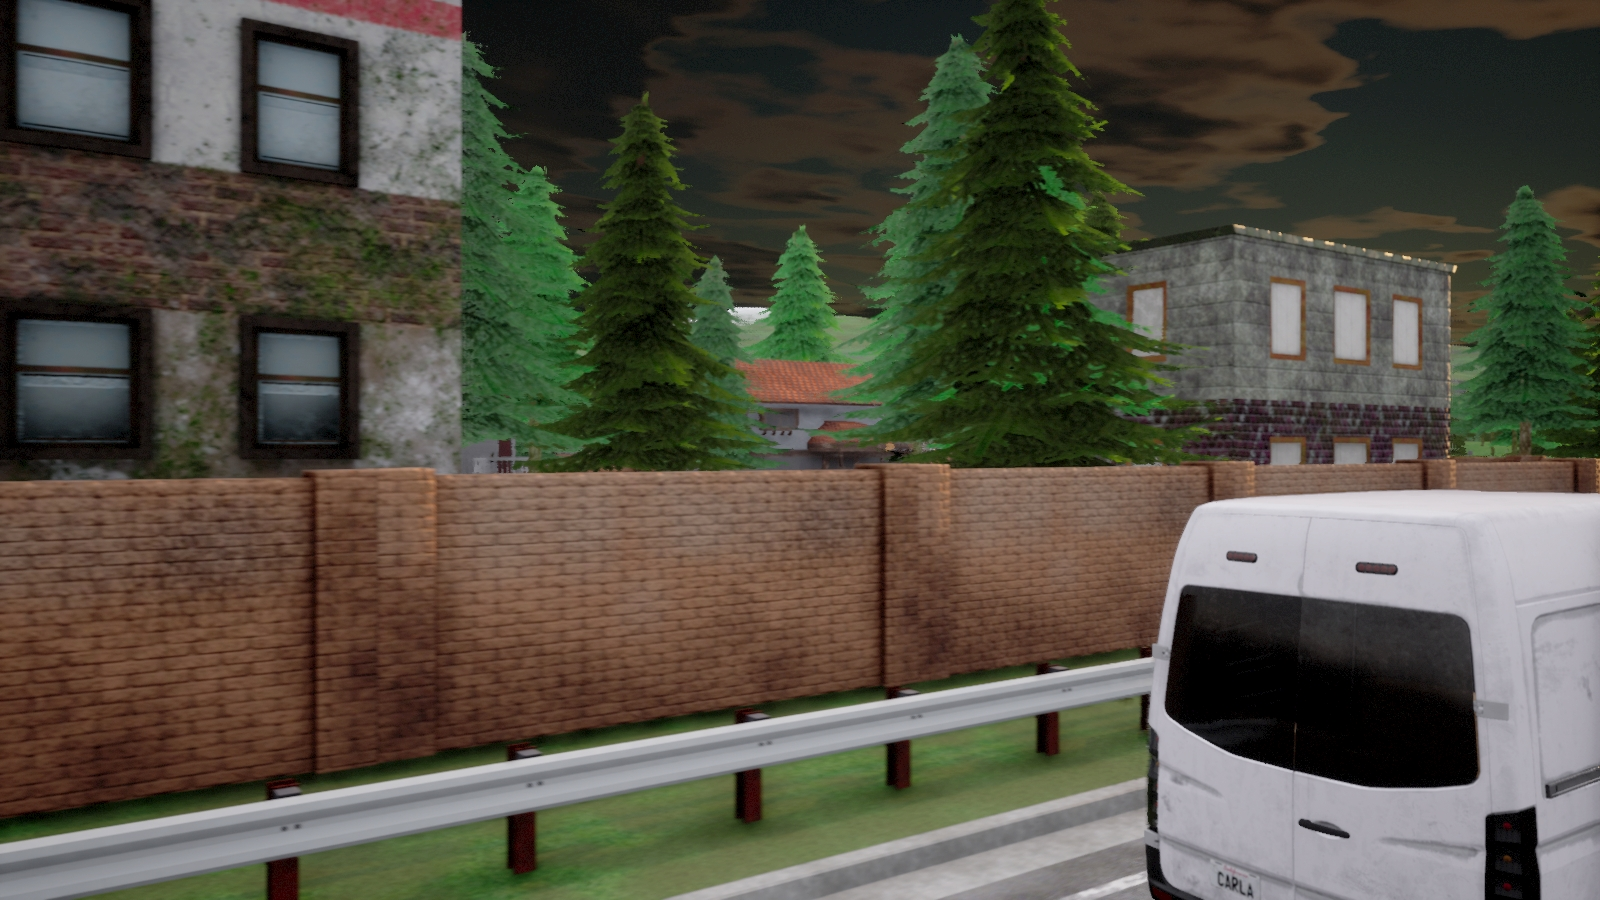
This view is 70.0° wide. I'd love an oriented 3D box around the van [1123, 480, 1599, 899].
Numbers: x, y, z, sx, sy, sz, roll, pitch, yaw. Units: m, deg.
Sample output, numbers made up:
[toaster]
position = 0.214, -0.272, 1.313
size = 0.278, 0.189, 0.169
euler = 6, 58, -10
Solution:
[van]
position = 4.760, 1.536, 7.120
size = 5.915, 2.561, 1.988
euler = 0, 0, -35
